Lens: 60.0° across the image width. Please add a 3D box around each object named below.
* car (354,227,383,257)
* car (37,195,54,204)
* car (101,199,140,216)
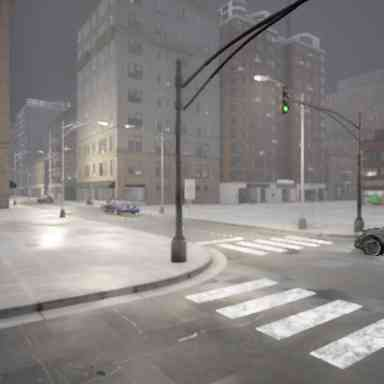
[{"bbox_3d":[7.651,1.536,10.865,1.994,1.385,4.181,0,0,-35],"label":"car"},{"bbox_3d":[-24.992,1.235,56.652,1.812,1.442,4.674,0,0,-36],"label":"car"},{"bbox_3d":[-6.765,1.397,31.081,2.033,1.411,5.357,0,0,-35],"label":"car"}]
